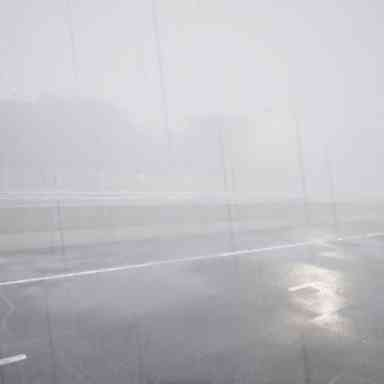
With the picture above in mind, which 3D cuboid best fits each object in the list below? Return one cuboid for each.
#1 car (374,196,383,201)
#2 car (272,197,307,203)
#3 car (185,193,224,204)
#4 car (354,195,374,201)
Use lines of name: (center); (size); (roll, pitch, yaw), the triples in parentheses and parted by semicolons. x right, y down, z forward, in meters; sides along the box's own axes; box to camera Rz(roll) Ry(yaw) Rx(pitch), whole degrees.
car: (30.255, 1.216, 50.864); (4.181, 1.385, 1.994); (1, 2, -35)
car: (7.518, 1.118, 26.035); (4.674, 1.442, 1.812); (1, 1, -35)
car: (1.332, 0.805, 34.514); (4.181, 1.385, 1.994); (1, 2, -35)
car: (28.187, 1.141, 53.673); (4.718, 1.301, 1.895); (1, 2, -35)
